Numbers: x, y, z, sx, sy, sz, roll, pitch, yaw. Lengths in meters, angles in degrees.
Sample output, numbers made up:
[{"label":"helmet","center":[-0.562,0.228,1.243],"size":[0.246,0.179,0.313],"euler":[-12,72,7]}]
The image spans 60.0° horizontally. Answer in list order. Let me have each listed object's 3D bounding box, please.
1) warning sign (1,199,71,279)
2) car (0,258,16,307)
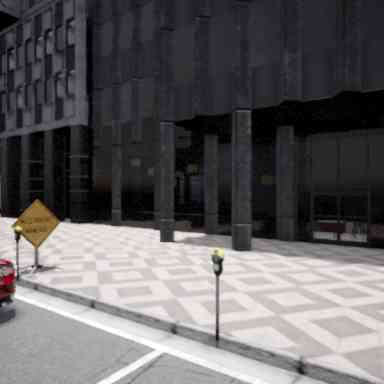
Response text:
[{"label":"warning sign","center":[-4.053,1.117,8.683],"size":[1.060,1.860,1.300],"euler":[0,0,35]},{"label":"car","center":[-5.273,1.546,6.605],"size":[4.507,1.381,1.887],"euler":[0,0,35]}]
